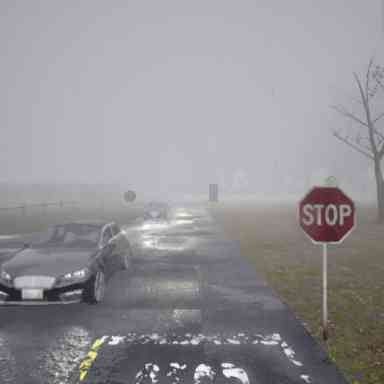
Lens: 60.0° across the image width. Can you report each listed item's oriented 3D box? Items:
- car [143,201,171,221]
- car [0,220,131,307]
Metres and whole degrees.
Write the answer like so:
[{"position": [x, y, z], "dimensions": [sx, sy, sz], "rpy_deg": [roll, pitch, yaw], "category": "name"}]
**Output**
[{"position": [-2.783, 1.501, 27.172], "dimensions": [2.128, 1.511, 4.902], "rpy_deg": [0, 0, 0], "category": "car"}, {"position": [-2.759, 1.494, 8.199], "dimensions": [2.128, 1.511, 4.902], "rpy_deg": [0, 0, 0], "category": "car"}]
